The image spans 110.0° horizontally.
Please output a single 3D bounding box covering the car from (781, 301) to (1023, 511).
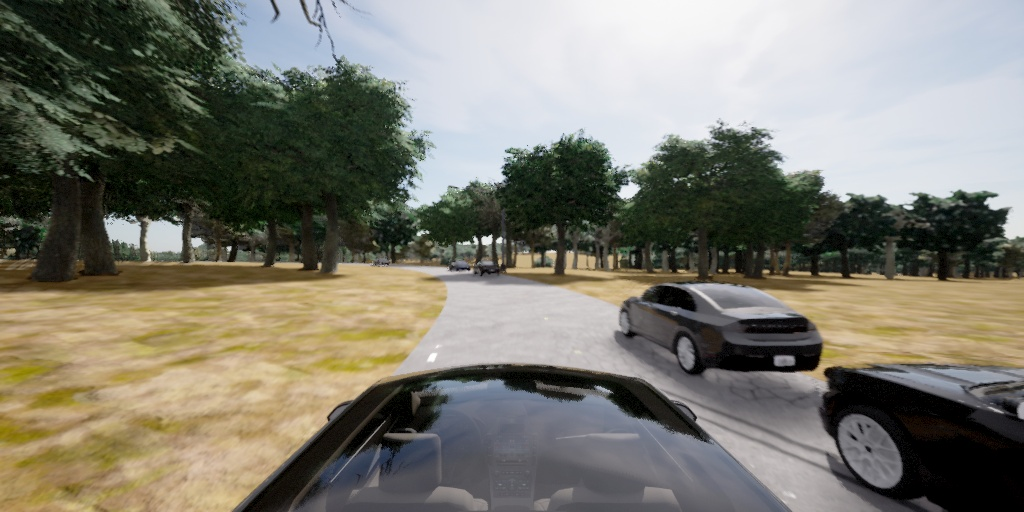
[{"bbox_3d":[3.930,1.206,1.442,1.882,1.535,5.008,0,0,0],"label":"car"}]

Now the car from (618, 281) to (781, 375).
[{"bbox_3d":[3.790,1.272,7.571,1.837,1.490,4.892,0,0,-3],"label":"car"}]

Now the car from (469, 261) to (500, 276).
[{"bbox_3d":[-2.666,1.209,36.397,1.882,1.535,5.008,0,0,-18],"label":"car"}]

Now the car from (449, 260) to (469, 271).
[{"bbox_3d":[-6.969,1.272,47.574,1.994,1.385,4.181,0,0,-25],"label":"car"}]
